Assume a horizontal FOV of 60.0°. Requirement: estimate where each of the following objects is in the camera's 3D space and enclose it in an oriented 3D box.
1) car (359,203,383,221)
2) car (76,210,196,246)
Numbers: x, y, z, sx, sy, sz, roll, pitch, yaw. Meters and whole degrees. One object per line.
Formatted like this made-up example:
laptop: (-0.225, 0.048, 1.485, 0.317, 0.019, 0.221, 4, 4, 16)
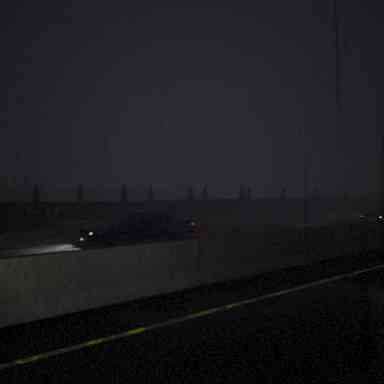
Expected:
car: (12.859, 1.519, 21.744, 4.902, 1.511, 2.128, 0, 0, -35)
car: (-2.355, 1.552, 15.206, 5.357, 1.411, 2.033, 0, 0, -35)
